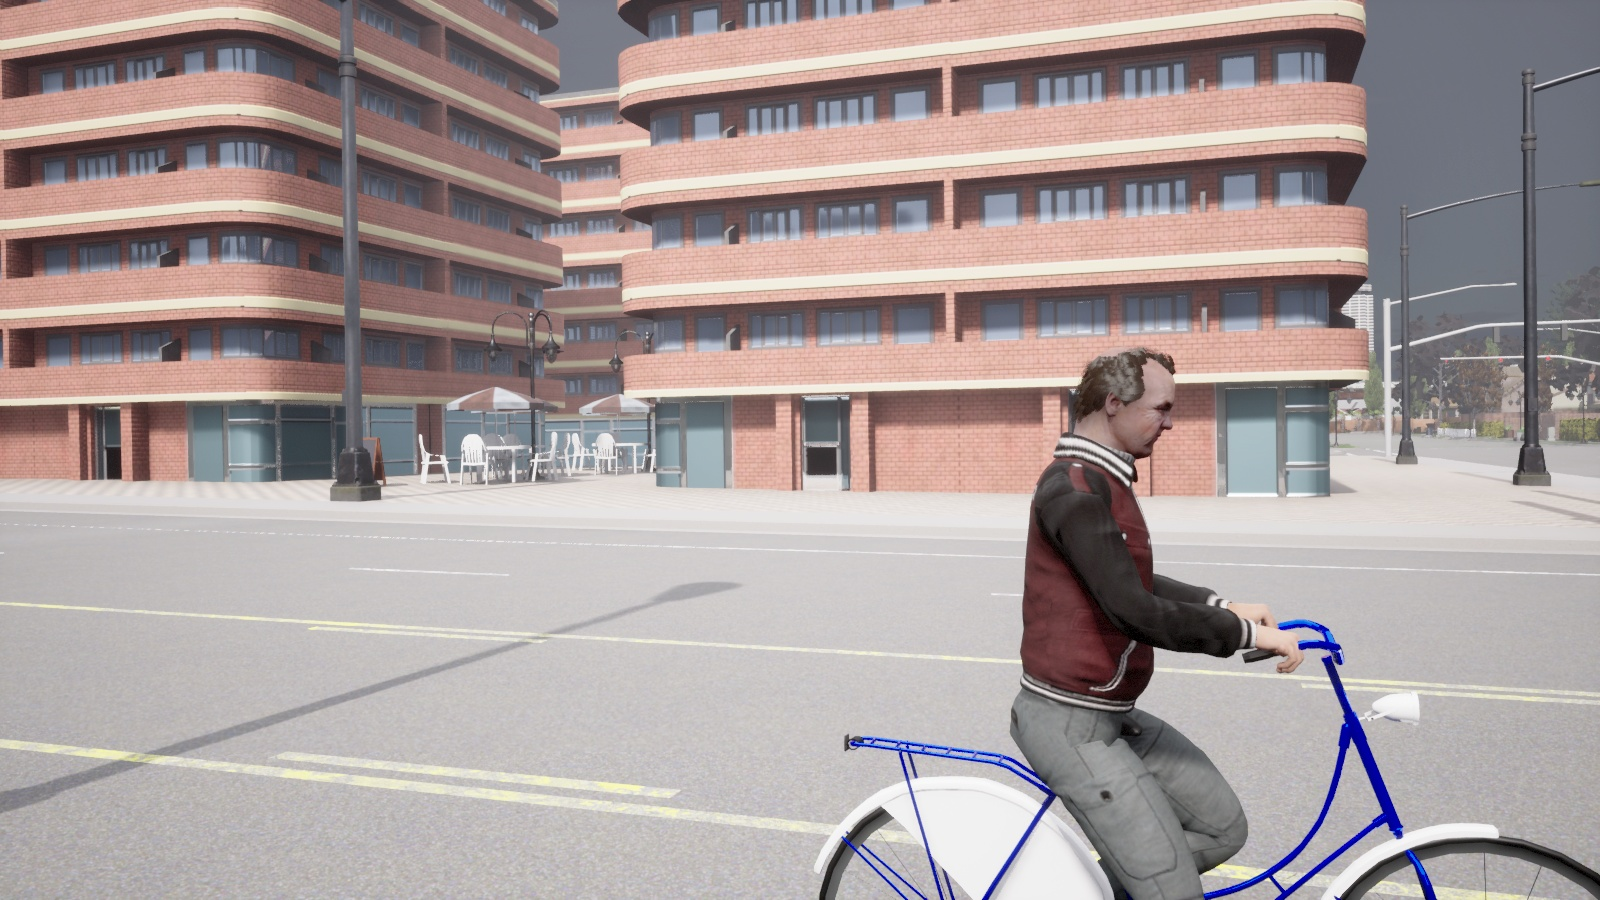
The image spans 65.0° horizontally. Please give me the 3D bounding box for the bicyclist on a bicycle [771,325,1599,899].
[{"bbox_3d":[0.913,0.654,2.814,1.843,1.776,0.659,0,1,18],"label":"bicyclist on a bicycle"}]
